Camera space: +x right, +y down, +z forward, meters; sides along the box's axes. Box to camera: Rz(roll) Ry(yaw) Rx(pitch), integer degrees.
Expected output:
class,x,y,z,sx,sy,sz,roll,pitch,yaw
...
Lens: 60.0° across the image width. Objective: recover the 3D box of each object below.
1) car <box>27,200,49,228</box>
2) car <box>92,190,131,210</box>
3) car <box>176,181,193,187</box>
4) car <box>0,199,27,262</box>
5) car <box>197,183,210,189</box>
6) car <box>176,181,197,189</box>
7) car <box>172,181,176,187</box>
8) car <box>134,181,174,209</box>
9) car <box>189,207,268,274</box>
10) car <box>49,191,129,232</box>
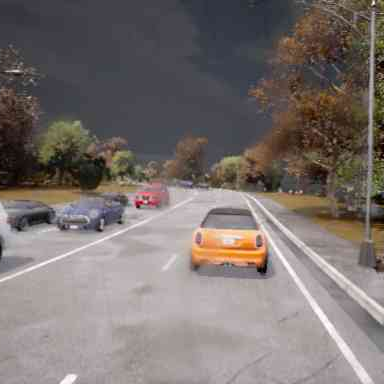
class,x,y,z,sx,sy,sz,roll,pitch,yaw
car,-8.703,1.102,16.940,1.994,1.385,4.181,1,2,6
car,-7.076,0.652,29.606,1.994,1.385,4.181,1,3,7
car,-1.944,-2.105,87.657,2.128,1.511,4.902,2,3,-33
car,-6.383,1.009,7.184,2.150,2.045,5.566,1,1,7
car,2.318,-1.422,78.185,2.033,1.411,5.357,2,3,-23
car,-1.390,-1.761,78.129,2.097,1.767,4.553,2,3,-23
car,-5.807,-2.219,87.303,2.033,1.411,5.357,2,3,-33
car,-3.475,0.358,30.101,2.150,2.045,5.566,1,3,7
car,1.206,1.267,10.686,2.097,1.767,4.553,1,1,7
car,-5.102,0.956,17.380,2.097,1.767,4.553,1,2,7
